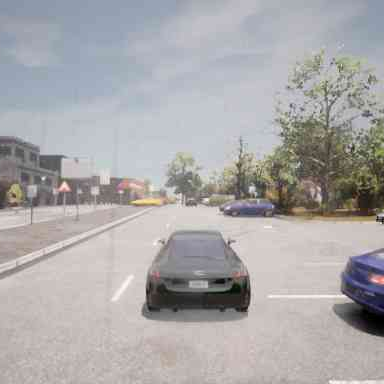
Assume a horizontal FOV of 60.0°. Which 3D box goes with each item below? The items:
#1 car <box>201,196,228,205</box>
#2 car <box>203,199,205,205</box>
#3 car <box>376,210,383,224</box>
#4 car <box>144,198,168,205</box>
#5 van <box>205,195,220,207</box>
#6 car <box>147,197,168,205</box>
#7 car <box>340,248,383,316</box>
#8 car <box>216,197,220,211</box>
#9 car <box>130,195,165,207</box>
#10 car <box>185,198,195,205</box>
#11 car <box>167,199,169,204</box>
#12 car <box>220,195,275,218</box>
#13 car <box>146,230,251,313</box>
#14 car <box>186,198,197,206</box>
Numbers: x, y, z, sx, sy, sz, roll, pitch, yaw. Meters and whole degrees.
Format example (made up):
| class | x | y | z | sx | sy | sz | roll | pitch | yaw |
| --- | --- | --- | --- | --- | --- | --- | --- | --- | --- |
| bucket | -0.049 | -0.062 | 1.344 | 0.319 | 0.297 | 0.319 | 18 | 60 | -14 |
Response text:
| class | x | y | z | sx | sy | sz | roll | pitch | yaw |
| --- | --- | --- | --- | --- | --- | --- | --- | --- | --- |
| car | 4.718 | 1.826 | 70.765 | 5.566 | 2.045 | 2.435 | 0 | -2 | -1 |
| car | 5.073 | 1.718 | 56.925 | 5.366 | 1.575 | 1.946 | 0 | -1 | 0 |
| car | 14.462 | 1.390 | 21.433 | 4.902 | 1.511 | 2.128 | 0 | -3 | -3 |
| car | -7.505 | 2.043 | 69.733 | 5.008 | 1.535 | 2.097 | 0 | -2 | -1 |
| van | 4.794 | 1.444 | 54.133 | 4.442 | 1.987 | 1.878 | 0 | -1 | 0 |
| car | -7.518 | 2.011 | 72.771 | 4.553 | 1.767 | 2.185 | 0 | -2 | -1 |
| car | 5.084 | 1.525 | 5.831 | 4.674 | 1.452 | 2.002 | 0 | 0 | 0 |
| car | 5.055 | 1.550 | 33.337 | 4.674 | 1.452 | 2.002 | 0 | 0 | 0 |
| car | -7.547 | 1.674 | 54.674 | 5.366 | 1.575 | 1.946 | 0 | -1 | 0 |
| car | -0.365 | 2.198 | 74.545 | 1.882 | 1.535 | 5.008 | 0 | -2 | 2 |
| car | -7.443 | 1.702 | 66.825 | 5.566 | 2.045 | 2.435 | 0 | -2 | -1 |
| car | 5.127 | 1.380 | 30.167 | 4.553 | 1.767 | 2.185 | 0 | 0 | 0 |
| car | 0.109 | 1.571 | 7.779 | 1.994 | 1.385 | 4.181 | 0 | 0 | 0 |
| car | -0.129 | 1.849 | 60.815 | 1.812 | 1.442 | 4.674 | 0 | -2 | -1 |
